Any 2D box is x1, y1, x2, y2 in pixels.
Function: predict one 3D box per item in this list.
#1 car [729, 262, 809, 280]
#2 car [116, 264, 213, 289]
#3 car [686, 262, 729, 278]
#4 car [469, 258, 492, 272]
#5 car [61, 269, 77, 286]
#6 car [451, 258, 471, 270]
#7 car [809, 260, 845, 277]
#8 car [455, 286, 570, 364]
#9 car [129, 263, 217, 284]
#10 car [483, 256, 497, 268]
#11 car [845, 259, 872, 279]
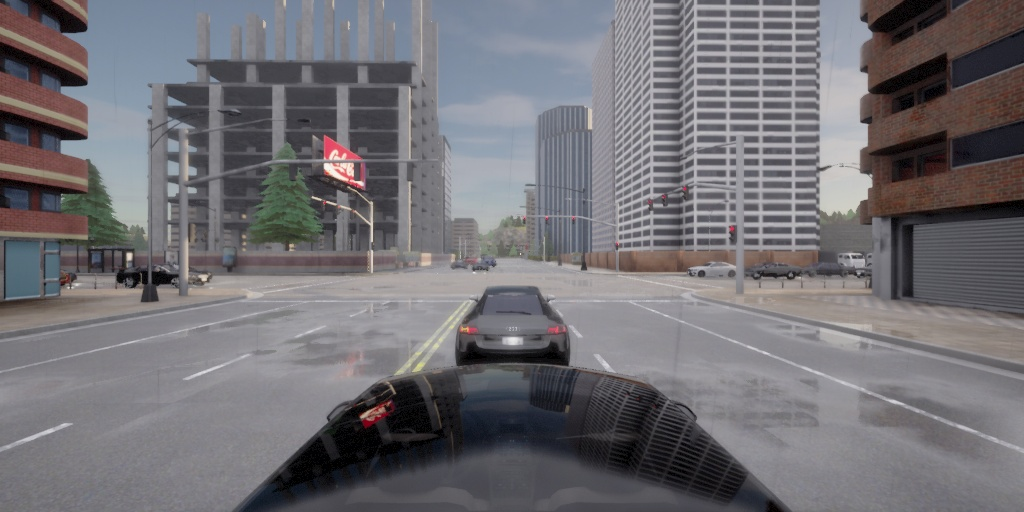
[{"bbox_3d":[21.845,1.240,30.627,4.902,1.511,2.128,0,0,-1],"label":"car"},{"bbox_3d":[-22.017,1.241,22.763,4.902,1.511,2.128,0,0,-1],"label":"car"},{"bbox_3d":[19.080,1.274,34.066,4.674,1.442,1.812,0,0,-1],"label":"car"},{"bbox_3d":[-4.026,1.312,46.210,1.994,1.385,4.181,0,0,-1],"label":"car"},{"bbox_3d":[-31.119,1.101,22.631,4.553,1.767,2.097,0,0,-1],"label":"car"},{"bbox_3d":[-7.577,1.311,51.824,1.994,1.385,4.181,0,0,0],"label":"car"},{"bbox_3d":[29.662,1.296,34.238,5.357,1.411,2.033,0,0,-1],"label":"car"},{"bbox_3d":[0.009,1.314,7.674,1.994,1.385,4.181,0,0,0],"label":"car"},{"bbox_3d":[-24.698,1.275,26.246,4.674,1.442,1.812,0,0,-1],"label":"car"},{"bbox_3d":[-4.147,0.972,61.364,2.150,2.045,5.566,0,0,0],"label":"car"},{"bbox_3d":[32.218,1.240,30.768,4.902,1.511,2.128,0,0,-1],"label":"car"}]
